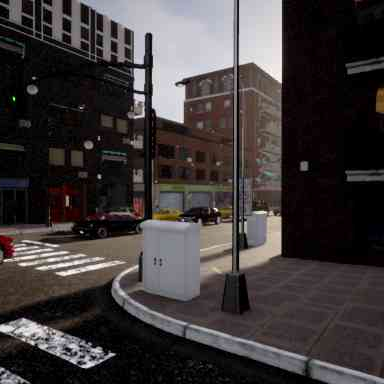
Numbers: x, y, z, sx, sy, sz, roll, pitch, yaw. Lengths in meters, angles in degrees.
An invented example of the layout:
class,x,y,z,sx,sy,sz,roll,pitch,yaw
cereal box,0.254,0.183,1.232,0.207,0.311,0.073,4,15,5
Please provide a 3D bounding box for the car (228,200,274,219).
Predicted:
class,x,y,z,sx,sy,sz,roll,pitch,yaw
car,6.380,1.866,35.485,2.150,2.045,5.566,0,-1,35

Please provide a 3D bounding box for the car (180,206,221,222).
class,x,y,z,sx,sy,sz,roll,pitch,yaw
car,0.903,2.092,32.184,1.947,1.339,4.313,-1,-2,35

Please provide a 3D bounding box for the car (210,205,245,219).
class,x,y,z,sx,sy,sz,roll,pitch,yaw
car,3.964,2.153,36.577,1.752,1.417,4.829,-1,-2,35

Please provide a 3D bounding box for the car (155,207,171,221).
class,x,y,z,sx,sy,sz,roll,pitch,yaw
car,-2.352,1.944,27.514,1.752,1.417,4.829,-1,-2,35

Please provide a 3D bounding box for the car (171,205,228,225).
class,x,y,z,sx,sy,sz,roll,pitch,yaw
car,0.701,1.962,27.337,1.837,1.490,4.892,0,-1,35

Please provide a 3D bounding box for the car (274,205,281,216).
class,x,y,z,sx,sy,sz,roll,pitch,yaw
car,12.504,2.394,44.200,2.033,1.411,5.357,0,-1,35

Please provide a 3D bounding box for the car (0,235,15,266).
class,x,y,z,sx,sy,sz,roll,pitch,yaw
car,-7.792,1.578,9.558,1.882,1.535,5.008,0,-1,35

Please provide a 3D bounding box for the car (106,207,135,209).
class,x,y,z,sx,sy,sz,roll,pitch,yaw
car,-5.413,1.758,23.125,1.967,1.590,4.097,-1,-2,35

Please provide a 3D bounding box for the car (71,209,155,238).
class,x,y,z,sx,sy,sz,roll,pitch,yaw
car,-4.661,1.881,19.647,1.895,1.301,4.718,0,-1,35
